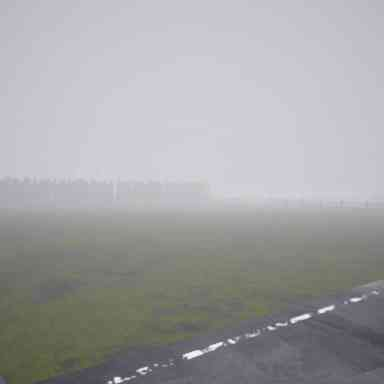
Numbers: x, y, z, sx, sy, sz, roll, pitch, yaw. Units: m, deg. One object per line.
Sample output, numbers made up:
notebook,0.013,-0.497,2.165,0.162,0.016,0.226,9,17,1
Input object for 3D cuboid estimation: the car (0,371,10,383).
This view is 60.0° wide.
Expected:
car,-2.747,1.547,0.989,4.181,1.385,1.994,1,0,-35
